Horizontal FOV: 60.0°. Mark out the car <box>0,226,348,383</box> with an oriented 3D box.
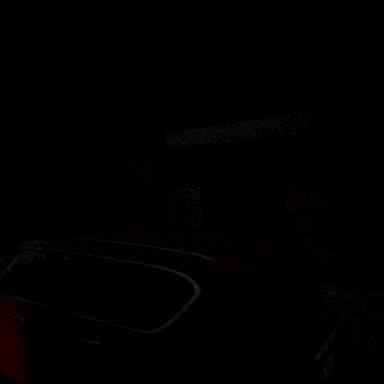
[{"bbox_3d":[-0.974,1.336,3.764,5.009,1.841,2.192,-1,0,35],"label":"car"}]
